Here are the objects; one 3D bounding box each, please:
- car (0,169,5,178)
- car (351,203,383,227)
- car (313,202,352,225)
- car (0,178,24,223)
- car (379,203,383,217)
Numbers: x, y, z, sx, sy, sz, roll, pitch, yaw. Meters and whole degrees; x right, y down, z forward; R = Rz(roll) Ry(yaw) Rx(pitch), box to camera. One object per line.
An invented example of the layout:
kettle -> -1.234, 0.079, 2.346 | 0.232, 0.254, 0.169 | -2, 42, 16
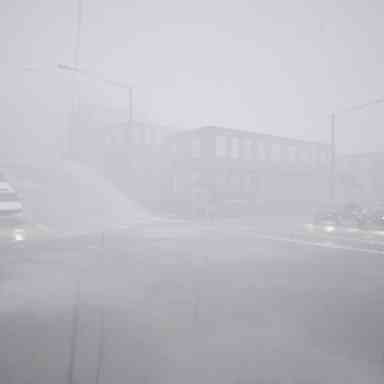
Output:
car -> -18.139, -1.509, 29.965 | 1.882, 1.535, 5.008 | 0, 19, -37
car -> 12.631, 1.539, 21.583 | 4.674, 1.442, 1.812 | 0, 0, -35
car -> 10.957, 1.518, 24.685 | 4.892, 1.490, 1.837 | 0, 0, -35
car -> -13.783, 0.730, 24.103 | 2.150, 2.045, 5.566 | 0, 14, -37
car -> 19.474, 1.621, 30.750 | 4.718, 1.301, 1.895 | 0, 0, -35
